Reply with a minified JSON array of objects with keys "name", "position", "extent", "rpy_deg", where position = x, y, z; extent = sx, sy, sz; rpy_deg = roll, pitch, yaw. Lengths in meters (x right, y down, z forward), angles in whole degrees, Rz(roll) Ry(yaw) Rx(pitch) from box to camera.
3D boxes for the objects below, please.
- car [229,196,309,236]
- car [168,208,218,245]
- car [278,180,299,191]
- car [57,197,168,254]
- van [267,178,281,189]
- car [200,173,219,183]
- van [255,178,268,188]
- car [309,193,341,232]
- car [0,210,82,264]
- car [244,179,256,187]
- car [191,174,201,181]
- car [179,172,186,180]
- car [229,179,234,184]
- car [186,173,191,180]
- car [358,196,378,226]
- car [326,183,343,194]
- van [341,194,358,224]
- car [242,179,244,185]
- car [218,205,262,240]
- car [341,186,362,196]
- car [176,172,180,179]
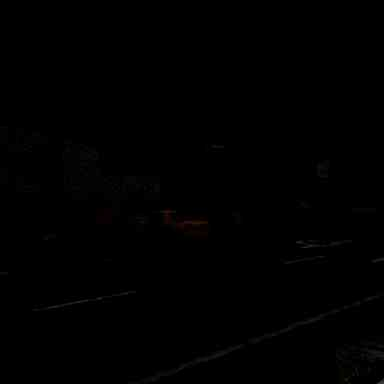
[{"name":"car","position":[3.319,1.260,18.910],"extent":[5.566,2.045,2.435],"rpy_deg":[-1,-1,35]},{"name":"car","position":[-1.709,1.501,15.516],"extent":[5.366,1.575,1.946],"rpy_deg":[-1,-1,34]},{"name":"car","position":[18.695,-0.997,62.412],"extent":[2.231,1.521,4.892],"rpy_deg":[7,3,35]},{"name":"car","position":[-4.026,1.246,13.685],"extent":[5.566,2.045,2.435],"rpy_deg":[-1,-1,34]},{"name":"van","position":[16.932,-1.496,64.771],"extent":[1.878,1.987,4.442],"rpy_deg":[7,4,35]},{"name":"car","position":[4.920,-3.181,82.246],"extent":[1.946,1.575,5.366],"rpy_deg":[7,3,34]},{"name":"van","position":[15.198,-1.769,67.239],"extent":[1.878,1.987,4.442],"rpy_deg":[7,4,35]},{"name":"car","position":[5.829,1.264,20.619],"extent":[5.566,2.045,2.435],"rpy_deg":[-1,-1,35]},{"name":"car","position":[-6.468,1.523,11.935],"extent":[4.792,1.488,2.163],"rpy_deg":[-1,-1,34]},{"name":"car","position":[13.619,-1.817,69.968],"extent":[1.946,1.575,5.366],"rpy_deg":[7,3,35]},{"name":"car","position":[3.065,-3.704,84.502],"extent":[2.435,2.045,5.566],"rpy_deg":[7,3,34]},{"name":"car","position":[-0.468,-4.090,89.432],"extent":[2.185,1.767,4.553],"rpy_deg":[4,1,33]},{"name":"car","position":[10.038,-2.322,74.744],"extent":[2.002,1.452,4.674],"rpy_deg":[7,3,35]},{"name":"car","position":[1.266,-3.855,86.965],"extent":[2.185,1.767,4.553],"rpy_deg":[6,3,34]},{"name":"car","position":[10.771,1.400,24.047],"extent":[4.553,1.767,2.185],"rpy_deg":[-1,-1,35]},{"name":"car","position":[23.918,-0.431,55.035],"extent":[2.435,2.045,5.566],"rpy_deg":[7,3,35]},{"name":"van","position":[8.365,1.294,22.293],"extent":[4.442,1.987,1.878],"rpy_deg":[-1,-1,35]},{"name":"car","position":[11.784,-2.048,72.285],"extent":[2.002,1.452,4.674],"rpy_deg":[7,3,35]},{"name":"car","position":[0.894,1.546,17.148],"extent":[4.674,1.452,2.002],"rpy_deg":[-1,-1,35]},{"name":"car","position":[25.613,0.131,52.565],"extent":[2.002,1.452,4.674],"rpy_deg":[7,3,35]},{"name":"car","position":[-2.243,-4.367,91.777],"extent":[2.435,2.045,5.566],"rpy_deg":[1,-1,34]}]
